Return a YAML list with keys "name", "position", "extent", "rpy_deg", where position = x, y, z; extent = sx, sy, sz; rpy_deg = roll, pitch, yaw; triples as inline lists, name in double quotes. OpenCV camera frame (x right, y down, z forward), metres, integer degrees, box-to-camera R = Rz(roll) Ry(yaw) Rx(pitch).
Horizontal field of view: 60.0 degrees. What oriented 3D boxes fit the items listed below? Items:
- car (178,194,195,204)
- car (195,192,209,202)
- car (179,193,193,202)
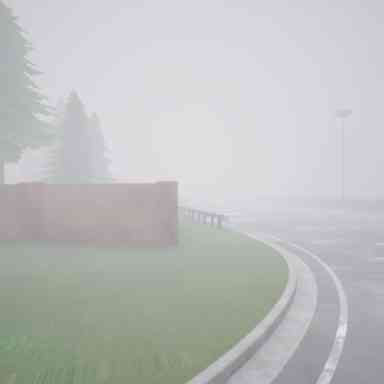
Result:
- name: "car"
  position: [-1.634, 1.447, 62.032]
  extent: [2.033, 1.411, 5.357]
  rpy_deg: [0, 0, -15]
- name: "car"
  position: [2.162, 1.094, 75.667]
  extent: [2.150, 2.045, 5.566]
  rpy_deg: [0, 0, -14]
- name: "car"
  position: [-1.369, 1.233, 75.369]
  extent: [2.097, 1.767, 4.553]
  rpy_deg: [0, 0, -14]
